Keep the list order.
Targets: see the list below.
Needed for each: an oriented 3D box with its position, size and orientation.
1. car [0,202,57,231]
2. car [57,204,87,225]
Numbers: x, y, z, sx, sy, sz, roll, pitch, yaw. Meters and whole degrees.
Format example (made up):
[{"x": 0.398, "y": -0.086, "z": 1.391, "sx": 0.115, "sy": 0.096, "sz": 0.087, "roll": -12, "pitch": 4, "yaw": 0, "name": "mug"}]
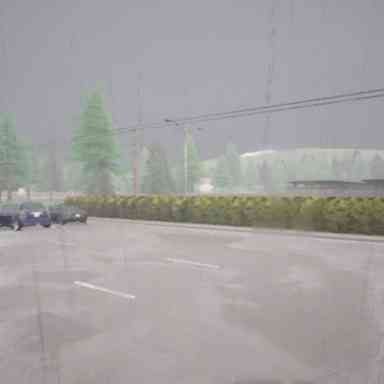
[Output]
[{"x": -10.883, "y": 1.403, "z": 20.941, "sx": 4.553, "sy": 1.767, "sz": 2.097, "roll": 0, "pitch": 0, "yaw": 37, "name": "car"}, {"x": -9.548, "y": 1.608, "z": 24.310, "sx": 4.181, "sy": 1.385, "sz": 1.994, "roll": 0, "pitch": 0, "yaw": 37, "name": "car"}]
